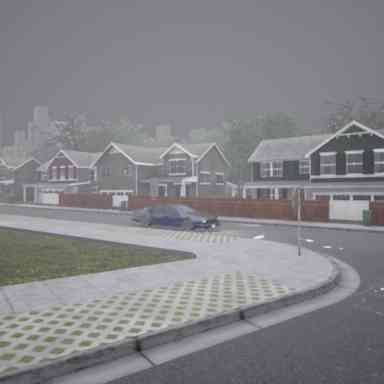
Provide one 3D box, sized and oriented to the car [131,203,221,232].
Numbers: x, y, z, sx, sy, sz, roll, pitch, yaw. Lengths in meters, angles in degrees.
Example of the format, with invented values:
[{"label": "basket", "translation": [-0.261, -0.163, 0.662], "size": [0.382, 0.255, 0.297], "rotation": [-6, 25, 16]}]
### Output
[{"label": "car", "translation": [-1.060, 1.360, 18.941], "size": [5.357, 1.411, 2.033], "rotation": [1, 1, 34]}]
